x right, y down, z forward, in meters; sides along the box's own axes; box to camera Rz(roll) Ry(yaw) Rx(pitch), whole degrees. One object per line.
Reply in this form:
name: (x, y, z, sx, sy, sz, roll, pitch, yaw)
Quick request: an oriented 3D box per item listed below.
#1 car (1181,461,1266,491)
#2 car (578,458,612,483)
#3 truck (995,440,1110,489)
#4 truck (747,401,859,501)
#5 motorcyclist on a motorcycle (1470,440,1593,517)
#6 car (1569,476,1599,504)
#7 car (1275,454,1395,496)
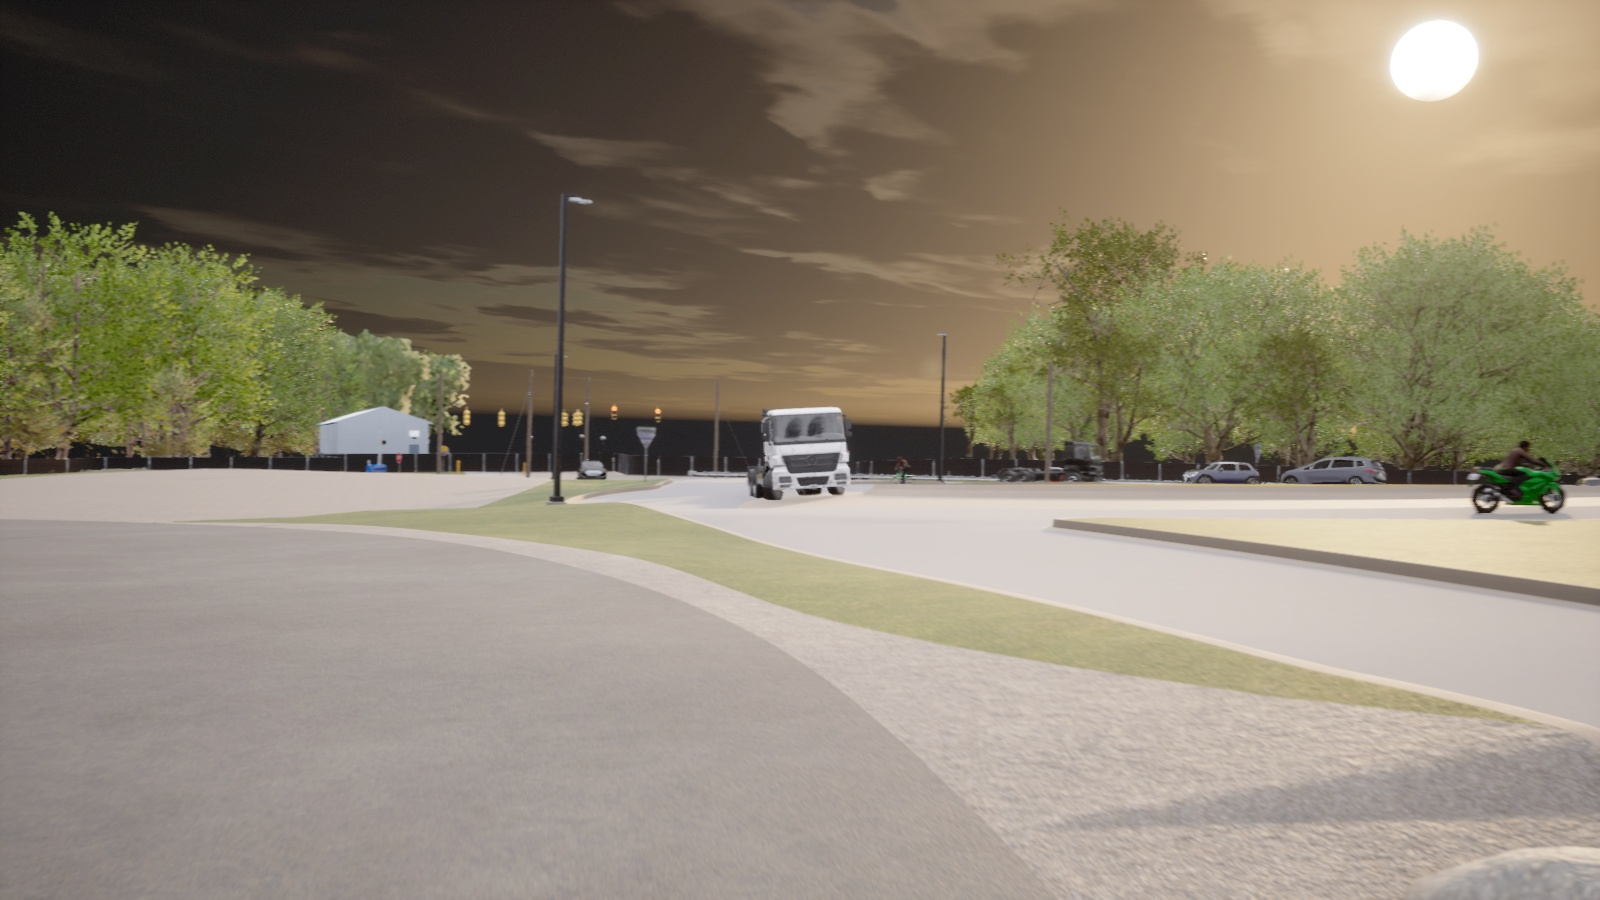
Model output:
car: (22.286, 1.351, 66.176, 3.806, 1.475, 1.970, 1, 1, -1)
car: (-14.740, 1.488, 90.070, 2.033, 1.649, 4.856, 1, -3, -13)
truck: (18.965, 1.033, 94.445, 7.936, 3.462, 2.891, 1, 1, 28)
truck: (-0.040, 0.124, 49.120, 2.891, 3.462, 7.936, -3, -1, -10)
motorcyclist on a motorcycle: (14.832, 0.578, 25.488, 2.044, 1.523, 0.797, 0, 0, -2)
car: (49.220, 2.447, 77.628, 1.801, 1.575, 5.366, 0, 0, 20)
car: (24.737, 1.159, 58.146, 4.611, 1.667, 2.242, -1, -6, 43)
